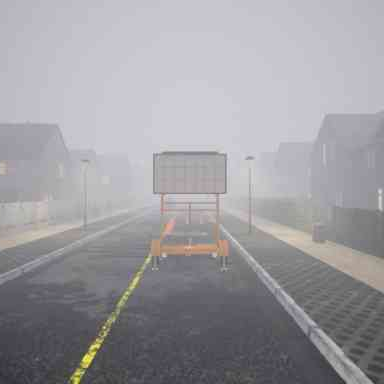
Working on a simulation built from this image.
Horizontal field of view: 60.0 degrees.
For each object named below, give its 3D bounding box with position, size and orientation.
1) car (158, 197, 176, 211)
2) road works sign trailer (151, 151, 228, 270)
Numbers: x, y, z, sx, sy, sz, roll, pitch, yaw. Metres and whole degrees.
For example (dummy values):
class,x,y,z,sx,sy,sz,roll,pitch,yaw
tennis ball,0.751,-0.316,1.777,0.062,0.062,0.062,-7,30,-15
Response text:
class,x,y,z,sx,sy,sz,roll,pitch,yaw
car,-3.039,1.441,41.287,2.097,1.767,4.553,0,0,0
road works sign trailer,-0.069,0.467,10.996,2.380,3.560,2.880,0,0,0
